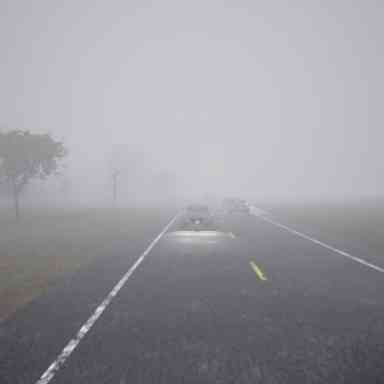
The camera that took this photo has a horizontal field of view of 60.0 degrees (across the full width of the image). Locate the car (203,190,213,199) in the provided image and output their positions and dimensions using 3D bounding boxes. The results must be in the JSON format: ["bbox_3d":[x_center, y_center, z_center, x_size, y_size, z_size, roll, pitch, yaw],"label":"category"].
[{"bbox_3d":[3.747,0.638,76.763,2.150,2.045,5.566,0,0,5],"label":"car"}]

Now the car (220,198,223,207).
[{"bbox_3d":[4.820,1.204,44.626,1.812,1.442,4.674,0,1,4],"label":"car"}]

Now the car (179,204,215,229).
[{"bbox_3d":[0.327,1.419,20.040,1.994,1.385,4.181,0,0,2],"label":"car"}]

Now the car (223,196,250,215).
[{"bbox_3d":[4.258,1.329,31.060,2.033,1.411,5.357,0,0,3],"label":"car"}]
